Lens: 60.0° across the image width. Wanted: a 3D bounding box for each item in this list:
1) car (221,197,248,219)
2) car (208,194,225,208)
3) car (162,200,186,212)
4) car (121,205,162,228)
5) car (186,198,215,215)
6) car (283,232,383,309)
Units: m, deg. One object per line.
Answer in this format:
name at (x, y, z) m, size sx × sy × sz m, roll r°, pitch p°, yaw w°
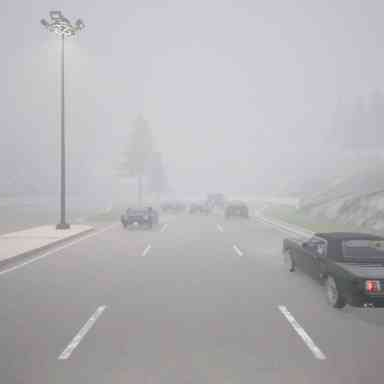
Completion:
car at (3.863, 1.477, 29.627) m, size 1.882 × 1.535 × 5.008 m, roll 0°, pitch 0°, yaw 3°
car at (3.424, 1.221, 44.459) m, size 2.150 × 2.045 × 5.566 m, roll 0°, pitch 0°, yaw 16°
car at (-1.937, 1.600, 37.922) m, size 1.895 × 1.301 × 4.718 m, roll 0°, pitch 0°, yaw 13°
car at (-3.369, 1.600, 22.359) m, size 1.895 × 1.301 × 4.718 m, roll 0°, pitch 0°, yaw 1°
car at (0.947, 1.600, 34.402) m, size 1.895 × 1.301 × 4.718 m, roll 0°, pitch 0°, yaw 9°
car at (3.603, 1.601, 7.815) m, size 1.895 × 1.301 × 4.718 m, roll 0°, pitch 0°, yaw 0°
